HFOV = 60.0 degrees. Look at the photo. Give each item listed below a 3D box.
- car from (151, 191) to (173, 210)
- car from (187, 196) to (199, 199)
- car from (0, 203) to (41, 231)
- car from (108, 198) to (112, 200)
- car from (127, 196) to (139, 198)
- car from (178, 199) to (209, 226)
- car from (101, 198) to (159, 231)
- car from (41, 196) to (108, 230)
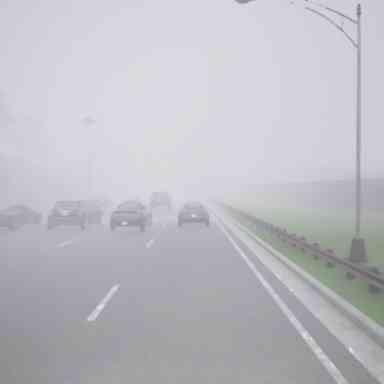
[{"bbox_3d":[-3.396,0.935,37.195,2.150,2.045,5.566,0,0,0],"label":"car"},{"bbox_3d":[0.091,1.225,39.053,1.812,1.442,4.674,0,0,0],"label":"car"},{"bbox_3d":[-10.411,1.377,19.231,1.812,1.442,4.674,0,0,0],"label":"car"},{"bbox_3d":[-10.395,1.212,38.092,1.837,1.490,4.892,0,0,0],"label":"car"},{"bbox_3d":[-6.909,1.225,39.087,1.812,1.442,4.674,0,0,0],"label":"car"},{"bbox_3d":[0.102,1.394,21.954,1.994,1.385,4.181,0,0,0],"label":"car"},{"bbox_3d":[-3.398,1.343,19.225,2.128,1.511,4.902,0,0,0],"label":"car"},{"bbox_3d":[-6.897,1.197,20.128,2.097,1.767,4.553,0,0,0],"label":"car"}]
